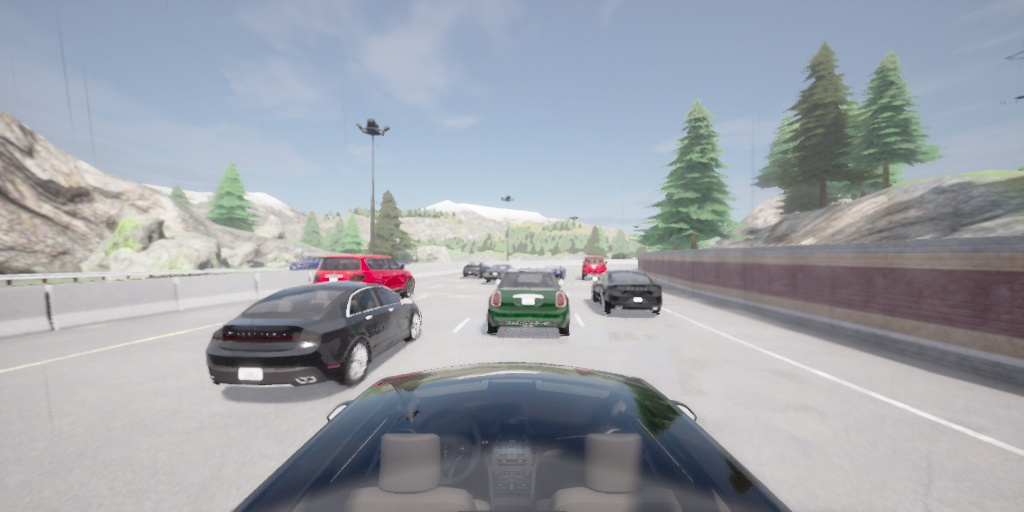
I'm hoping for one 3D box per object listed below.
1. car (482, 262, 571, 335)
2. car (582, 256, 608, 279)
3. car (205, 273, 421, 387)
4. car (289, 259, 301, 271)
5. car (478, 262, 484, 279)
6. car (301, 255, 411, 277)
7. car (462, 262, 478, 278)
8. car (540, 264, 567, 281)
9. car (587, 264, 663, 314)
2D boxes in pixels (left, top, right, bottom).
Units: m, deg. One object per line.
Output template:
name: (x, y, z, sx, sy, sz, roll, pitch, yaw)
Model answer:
car: (0.534, 1.116, 10.792, 2.097, 1.767, 4.553, 0, 0, 4)
car: (7.663, 1.045, 33.335, 2.150, 2.045, 5.566, 0, 0, 14)
car: (-3.208, 1.247, 6.946, 1.837, 1.490, 4.892, 0, 0, 2)
car: (-22.915, 0.920, 41.557, 2.150, 2.045, 5.566, 0, 0, 15)
car: (-0.718, 1.328, 28.003, 2.033, 1.411, 5.357, 0, 0, 11)
car: (-6.109, 0.962, 15.495, 2.150, 2.045, 5.566, 0, 0, 6)
car: (-3.073, 1.268, 33.473, 2.128, 1.511, 4.902, 0, 0, 13)
car: (3.822, 1.406, 32.365, 1.895, 1.301, 4.718, 0, 0, 13)
car: (4.298, 1.262, 14.036, 1.882, 1.535, 5.008, 0, 0, 5)
